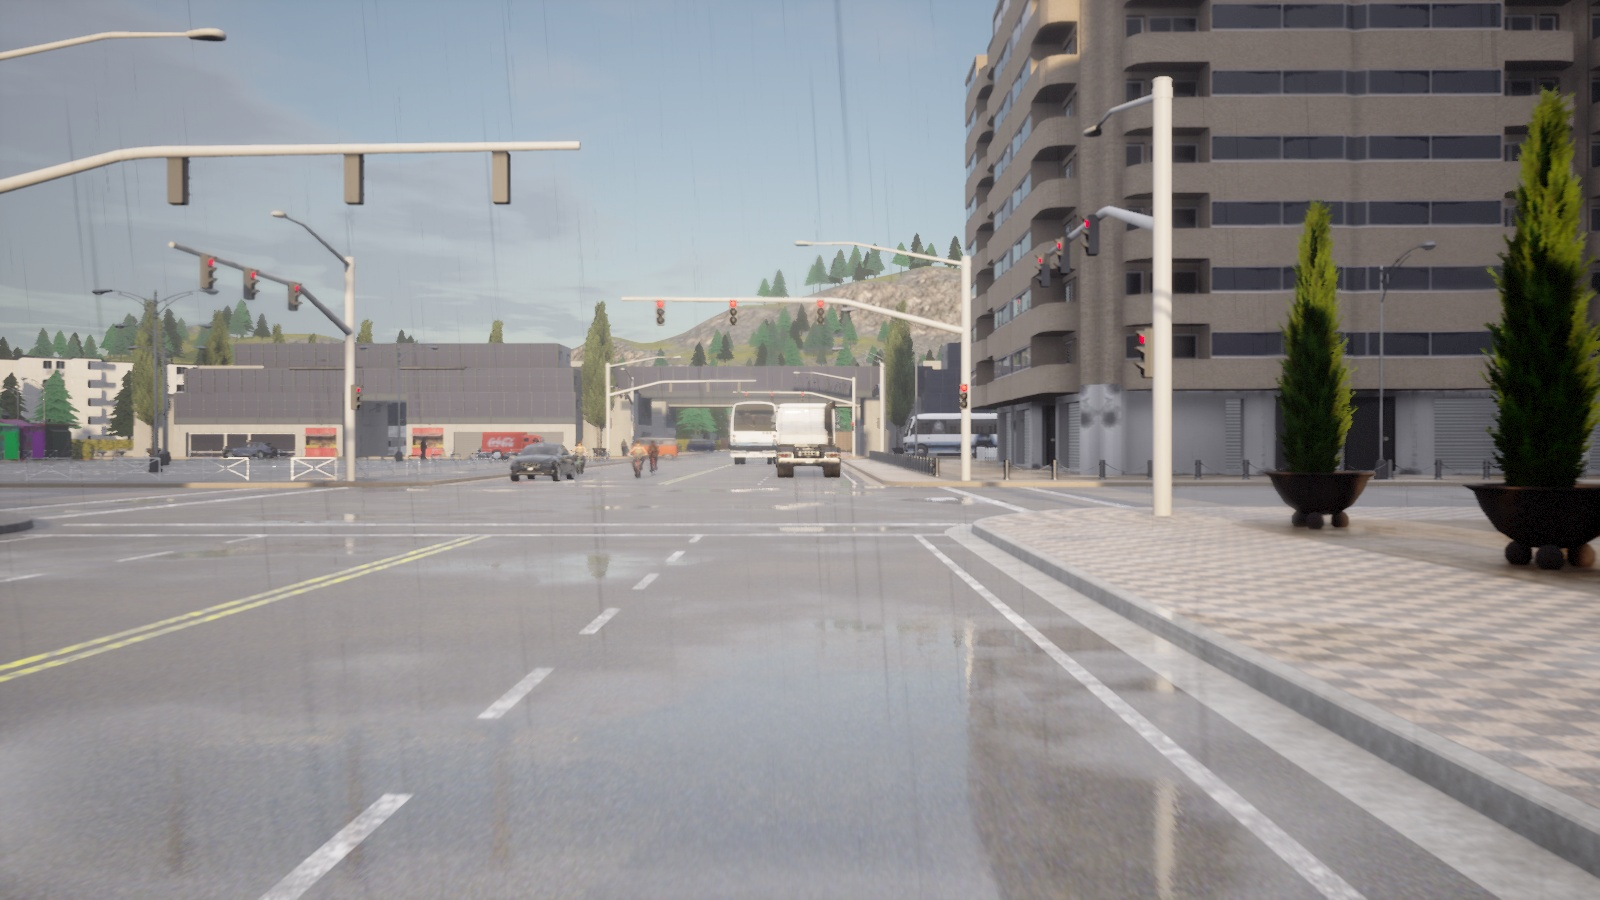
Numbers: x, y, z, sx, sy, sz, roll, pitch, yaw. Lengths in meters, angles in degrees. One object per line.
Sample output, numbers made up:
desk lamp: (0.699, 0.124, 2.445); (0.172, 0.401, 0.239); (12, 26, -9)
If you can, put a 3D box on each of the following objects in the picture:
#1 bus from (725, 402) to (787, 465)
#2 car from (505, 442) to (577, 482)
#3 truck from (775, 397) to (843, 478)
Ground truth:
bus: (-2.982, -1.133, 88.861); (3.944, 4.253, 10.273); (0, 0, 1)
car: (-10.202, 0.464, 49.804); (1.837, 1.490, 4.892); (0, 0, 0)
truck: (0.331, -0.558, 57.307); (2.891, 3.462, 7.936); (0, 0, -1)
